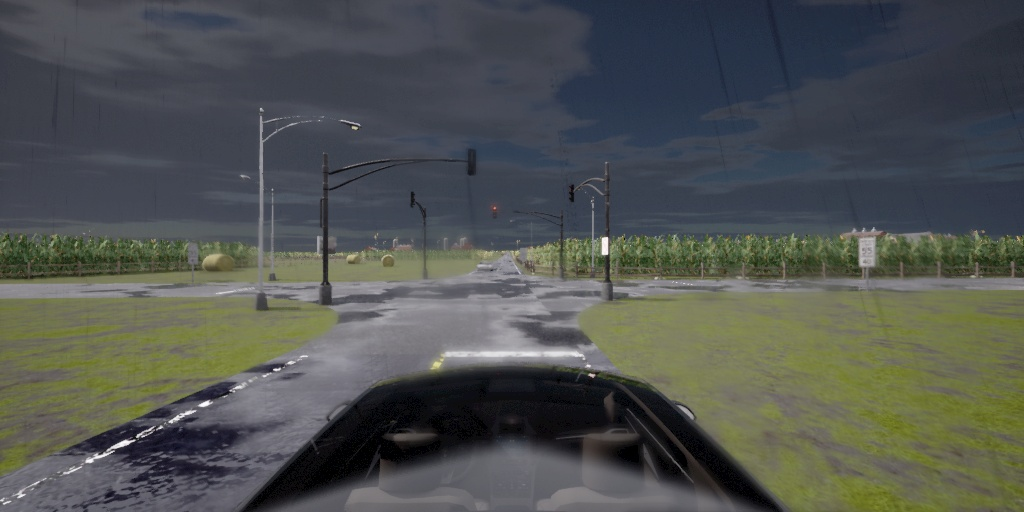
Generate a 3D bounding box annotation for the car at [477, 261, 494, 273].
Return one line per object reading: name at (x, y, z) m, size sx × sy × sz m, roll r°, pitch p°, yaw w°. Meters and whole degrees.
car at (-3.257, 1.329, 43.835) m, size 1.895 × 1.301 × 4.718 m, roll 0°, pitch 0°, yaw -1°
